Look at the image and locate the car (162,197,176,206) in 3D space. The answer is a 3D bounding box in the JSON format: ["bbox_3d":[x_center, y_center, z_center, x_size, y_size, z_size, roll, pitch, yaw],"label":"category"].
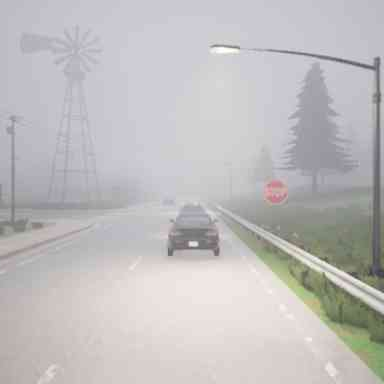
[{"bbox_3d":[-3.553,1.472,52.015,1.895,1.301,4.718,0,0,0],"label":"car"}]

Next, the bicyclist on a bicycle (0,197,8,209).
[{"bbox_3d":[-22.060,1.206,38.328,0.582,1.620,1.656,0,0,33],"label":"bicyclist on a bicycle"}]

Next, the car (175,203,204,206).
[{"bbox_3d":[0.050,1.502,25.253,1.994,1.385,4.181,0,0,1],"label":"car"}]

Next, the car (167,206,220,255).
[{"bbox_3d":[0.065,1.493,12.984,1.812,1.442,4.674,0,0,0],"label":"car"}]
